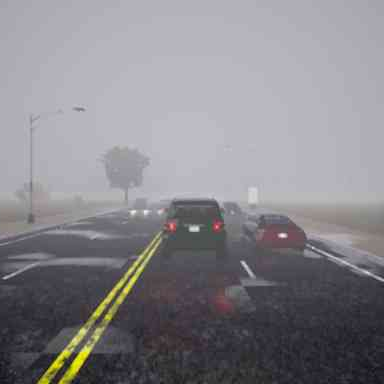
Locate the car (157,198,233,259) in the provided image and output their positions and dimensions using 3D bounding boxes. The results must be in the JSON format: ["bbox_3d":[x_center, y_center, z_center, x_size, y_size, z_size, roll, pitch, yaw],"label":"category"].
[{"bbox_3d":[0.084,1.222,12.723,2.150,2.045,5.566,0,0,0],"label":"car"}]

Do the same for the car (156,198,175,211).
[{"bbox_3d":[-3.351,1.547,43.092,2.033,1.411,5.357,0,0,0],"label":"car"}]

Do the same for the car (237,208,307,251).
[{"bbox_3d":[3.333,1.566,14.199,1.994,1.385,4.181,0,0,0],"label":"car"}]

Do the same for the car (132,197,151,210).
[{"bbox_3d":[-6.596,1.477,43.479,1.882,1.535,5.008,0,0,0],"label":"car"}]

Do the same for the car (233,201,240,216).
[{"bbox_3d":[3.327,1.527,29.836,1.812,1.442,4.674,0,0,0],"label":"car"}]

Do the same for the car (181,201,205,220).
[{"bbox_3d":[0.082,1.565,29.283,1.994,1.385,4.181,0,0,0],"label":"car"}]
